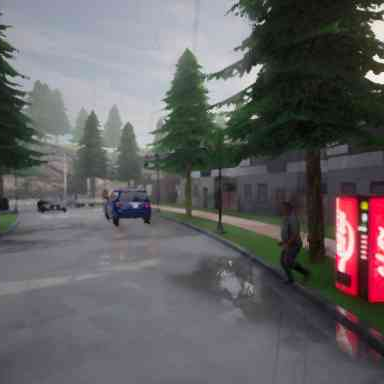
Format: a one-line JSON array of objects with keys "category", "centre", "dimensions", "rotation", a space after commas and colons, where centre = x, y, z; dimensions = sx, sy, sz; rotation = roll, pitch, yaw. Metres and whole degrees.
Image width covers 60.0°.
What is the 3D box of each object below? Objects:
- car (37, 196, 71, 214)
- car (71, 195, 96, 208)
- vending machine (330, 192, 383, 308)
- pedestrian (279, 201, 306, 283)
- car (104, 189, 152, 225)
[{"category": "car", "centre": [-12.088, 1.061, 28.617], "dimensions": [1.994, 1.385, 4.181], "rotation": [-1, 1, -31]}, {"category": "car", "centre": [-11.859, 0.974, 35.144], "dimensions": [1.895, 1.301, 4.718], "rotation": [-1, 1, -36]}, {"category": "vending machine", "centre": [3.472, 1.057, 6.529], "dimensions": [1.100, 2.100, 0.880], "rotation": [0, 1, -7]}, {"category": "pedestrian", "centre": [2.120, 1.035, 7.105], "dimensions": [0.375, 1.860, 0.375], "rotation": [0, 1, -7]}, {"category": "car", "centre": [-4.126, 0.832, 20.899], "dimensions": [2.150, 2.045, 5.566], "rotation": [0, 1, -22]}]
